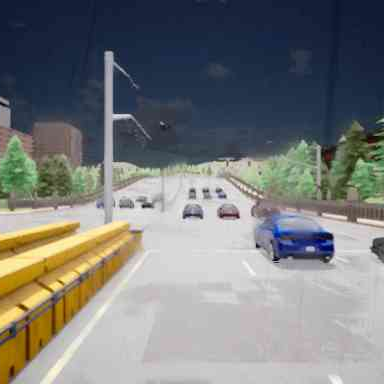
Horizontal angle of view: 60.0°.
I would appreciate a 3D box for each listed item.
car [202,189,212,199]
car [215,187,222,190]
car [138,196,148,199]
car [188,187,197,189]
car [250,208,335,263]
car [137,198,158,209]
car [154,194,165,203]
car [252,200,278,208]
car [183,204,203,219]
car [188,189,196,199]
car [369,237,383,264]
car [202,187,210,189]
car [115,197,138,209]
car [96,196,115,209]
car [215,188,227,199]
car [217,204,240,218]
[{"bbox_3d":[3.594,0.769,77.313,2.033,1.411,5.357,0,6,0],"label":"car"},{"bbox_3d":[7.153,-0.552,87.731,1.837,1.490,4.892,0,7,0],"label":"car"},{"bbox_3d":[-10.449,1.453,69.824,1.994,1.385,4.181,0,4,0],"label":"car"},{"bbox_3d":[0.153,-0.552,87.770,1.837,1.490,4.892,0,7,0],"label":"car"},{"bbox_3d":[3.591,1.598,12.548,1.882,1.535,5.008,0,-1,0],"label":"car"},{"bbox_3d":[-7.055,2.088,53.444,1.895,1.301,4.718,0,0,0],"label":"car"},{"bbox_3d":[-6.951,1.276,69.524,2.097,1.767,4.553,0,4,0],"label":"car"},{"bbox_3d":[7.100,1.663,32.655,2.097,1.767,4.553,0,-1,0],"label":"car"},{"bbox_3d":[0.101,1.883,33.441,1.994,1.385,4.181,0,-1,0],"label":"car"},{"bbox_3d":[0.094,0.770,77.332,2.033,1.411,5.357,0,6,0],"label":"car"},{"bbox_3d":[7.085,1.635,9.107,2.033,1.411,5.357,0,-1,0],"label":"car"},{"bbox_3d":[3.653,-0.574,87.748,1.882,1.535,5.008,0,7,0],"label":"car"},{"bbox_3d":[-10.551,1.995,54.020,1.837,1.490,4.892,0,0,0],"label":"car"},{"bbox_3d":[-14.045,1.705,54.672,2.150,2.045,5.566,0,0,0],"label":"car"},{"bbox_3d":[7.096,0.669,77.701,1.882,1.535,5.008,0,6,0],"label":"car"},{"bbox_3d":[3.601,1.884,33.577,1.994,1.385,4.181,0,-1,0],"label":"car"}]
